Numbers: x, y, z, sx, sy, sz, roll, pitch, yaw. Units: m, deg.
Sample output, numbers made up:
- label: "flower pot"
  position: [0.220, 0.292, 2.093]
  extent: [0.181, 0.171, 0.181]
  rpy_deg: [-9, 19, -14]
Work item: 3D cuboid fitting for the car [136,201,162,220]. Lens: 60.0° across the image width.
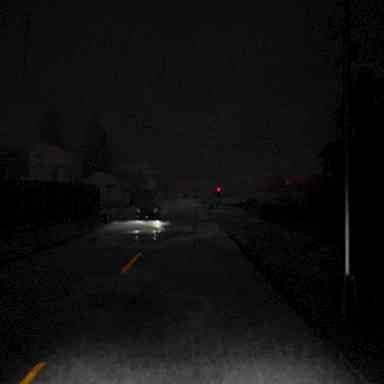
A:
- label: "car"
  position: [-4.019, 1.648, 31.659]
  extent: [2.097, 1.767, 4.553]
  rpy_deg: [0, 0, 0]
